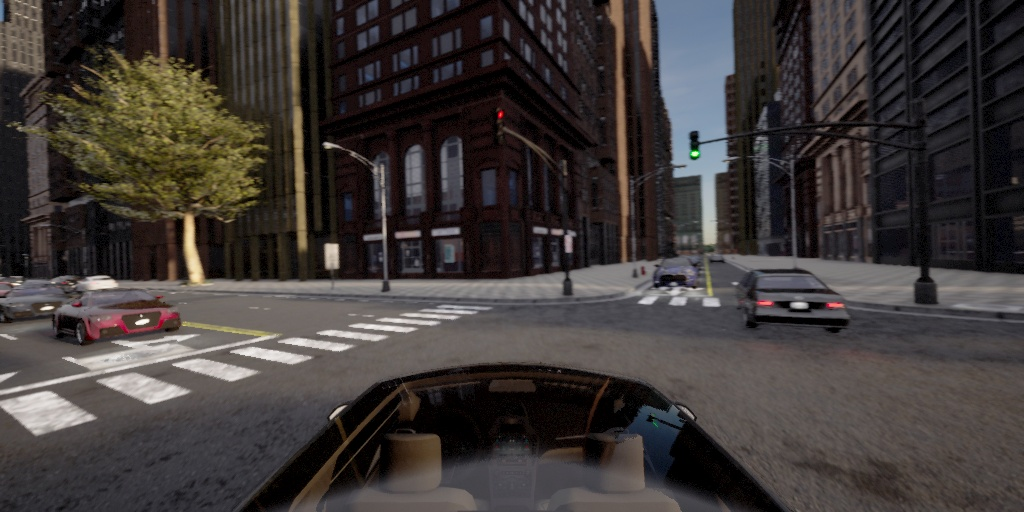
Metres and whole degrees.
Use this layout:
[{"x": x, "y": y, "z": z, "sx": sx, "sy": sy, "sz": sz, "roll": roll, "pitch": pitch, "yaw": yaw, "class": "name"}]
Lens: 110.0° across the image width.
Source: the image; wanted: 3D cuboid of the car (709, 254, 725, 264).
[{"x": 31.464, "y": 0.421, "z": 55.066, "sx": 1.994, "sy": 1.385, "sz": 4.181, "roll": -2, "pitch": 0, "yaw": 28, "class": "car"}]

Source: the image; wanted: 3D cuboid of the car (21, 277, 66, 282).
[{"x": -38.875, "y": 2.659, "z": 29.340, "sx": 4.181, "sy": 1.385, "sz": 1.994, "roll": -2, "pitch": 0, "yaw": 29, "class": "car"}]

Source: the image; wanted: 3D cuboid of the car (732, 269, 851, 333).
[{"x": 7.283, "y": 1.054, "z": 9.811, "sx": 2.033, "sy": 1.411, "sz": 5.357, "roll": -2, "pitch": 0, "yaw": 29, "class": "car"}]

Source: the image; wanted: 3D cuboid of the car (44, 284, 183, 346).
[{"x": -12.105, "y": 1.727, "z": 10.996, "sx": 4.181, "sy": 1.385, "sz": 1.994, "roll": -2, "pitch": 0, "yaw": 28, "class": "car"}]

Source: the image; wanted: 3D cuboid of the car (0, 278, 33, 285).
[{"x": -29.799, "y": 2.262, "z": 20.544, "sx": 5.008, "sy": 1.535, "sz": 1.882, "roll": -2, "pitch": 0, "yaw": 28, "class": "car"}]

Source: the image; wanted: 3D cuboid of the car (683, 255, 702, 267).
[{"x": 23.754, "y": 0.617, "z": 47.037, "sx": 2.033, "sy": 1.411, "sz": 5.357, "roll": -2, "pitch": 0, "yaw": 28, "class": "car"}]

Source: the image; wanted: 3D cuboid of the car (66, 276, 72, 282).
[{"x": -45.078, "y": 2.812, "z": 36.270, "sx": 4.892, "sy": 1.490, "sz": 1.837, "roll": -2, "pitch": 0, "yaw": 28, "class": "car"}]

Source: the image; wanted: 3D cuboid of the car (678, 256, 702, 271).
[{"x": 18.851, "y": 0.746, "z": 37.895, "sx": 2.033, "sy": 1.411, "sz": 5.357, "roll": -2, "pitch": 0, "yaw": 28, "class": "car"}]

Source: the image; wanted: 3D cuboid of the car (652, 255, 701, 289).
[{"x": 9.228, "y": 0.817, "z": 20.155, "sx": 2.097, "sy": 1.767, "sz": 4.553, "roll": -2, "pitch": 0, "yaw": 28, "class": "car"}]

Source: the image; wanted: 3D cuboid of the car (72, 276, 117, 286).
[{"x": -36.891, "y": 2.544, "z": 31.891, "sx": 4.674, "sy": 1.442, "sz": 1.812, "roll": -2, "pitch": 0, "yaw": 29, "class": "car"}]

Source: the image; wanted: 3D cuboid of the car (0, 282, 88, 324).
[{"x": -20.907, "y": 2.036, "z": 15.746, "sx": 4.181, "sy": 1.385, "sz": 1.994, "roll": -2, "pitch": 0, "yaw": 29, "class": "car"}]
